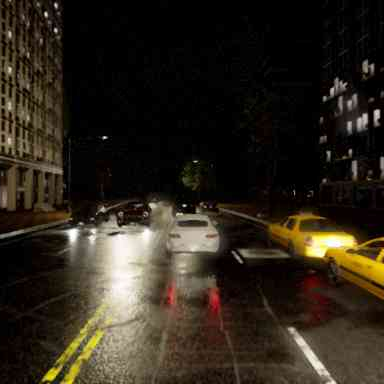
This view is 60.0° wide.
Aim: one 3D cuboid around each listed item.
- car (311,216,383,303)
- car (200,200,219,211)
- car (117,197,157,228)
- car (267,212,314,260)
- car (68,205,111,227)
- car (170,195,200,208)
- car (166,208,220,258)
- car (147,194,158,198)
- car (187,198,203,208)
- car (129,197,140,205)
[{"bbox_3d":[4.246,1.489,6.428,1.801,1.575,5.366,0,0,0],"label":"car"},{"bbox_3d":[1.849,1.673,38.356,2.033,1.411,5.357,0,0,-5],"label":"car"},{"bbox_3d":[-3.803,1.408,22.845,2.097,1.767,4.553,0,0,-3],"label":"car"},{"bbox_3d":[4.176,1.506,12.522,1.801,1.575,5.366,0,0,-1],"label":"car"},{"bbox_3d":[-7.066,1.595,23.473,2.033,1.411,5.357,0,0,-3],"label":"car"},{"bbox_3d":[-0.835,1.315,31.316,2.150,2.045,5.566,0,0,-4],"label":"car"},{"bbox_3d":[0.002,1.563,12.743,1.812,1.442,4.674,0,0,-1],"label":"car"},{"bbox_3d":[-7.750,1.414,64.170,2.150,2.045,5.566,0,0,-6],"label":"car"},{"bbox_3d":[0.435,1.696,51.756,1.812,1.442,4.674,0,0,-7],"label":"car"},{"bbox_3d":[-11.064,1.710,64.636,1.812,1.442,4.674,0,0,-6],"label":"car"}]
